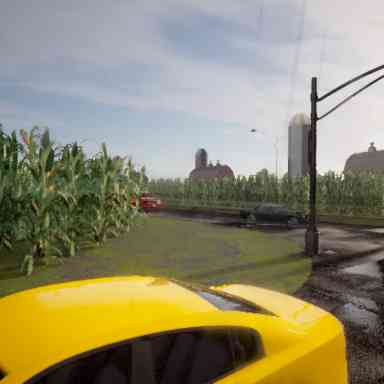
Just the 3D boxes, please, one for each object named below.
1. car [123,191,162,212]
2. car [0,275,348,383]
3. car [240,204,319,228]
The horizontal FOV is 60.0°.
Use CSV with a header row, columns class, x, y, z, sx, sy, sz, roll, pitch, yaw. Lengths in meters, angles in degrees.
class,x,y,z,sx,sy,sz,roll,pitch,yaw
car,-5.276,0.941,34.047,2.150,2.045,5.566,2,-1,-38
car,-0.933,1.478,2.288,5.008,1.535,1.882,0,0,-36
car,5.394,1.464,20.906,1.895,1.301,4.718,2,0,-43
